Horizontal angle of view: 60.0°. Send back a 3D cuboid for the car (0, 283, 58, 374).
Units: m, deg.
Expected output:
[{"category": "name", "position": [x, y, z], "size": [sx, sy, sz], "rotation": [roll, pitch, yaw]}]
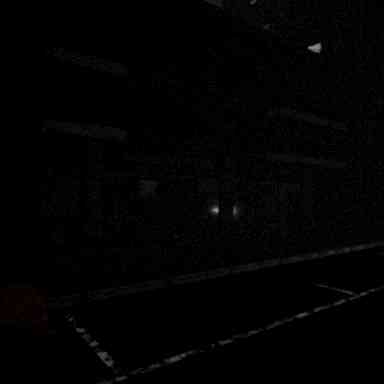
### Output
[{"category": "car", "position": [-3.950, 1.526, 3.255], "size": [4.829, 1.417, 1.752], "rotation": [0, 2, -35]}]
